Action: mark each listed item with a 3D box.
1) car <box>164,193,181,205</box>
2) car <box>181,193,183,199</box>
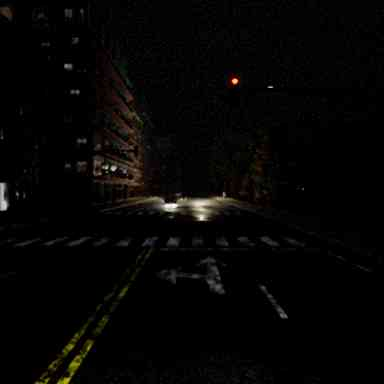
[{"bbox_3d":[-3.228,1.160,51.072,2.128,1.511,4.902,0,1,0],"label":"car"},{"bbox_3d":[-3.213,0.940,81.812,2.033,1.411,5.357,0,0,0],"label":"car"}]
